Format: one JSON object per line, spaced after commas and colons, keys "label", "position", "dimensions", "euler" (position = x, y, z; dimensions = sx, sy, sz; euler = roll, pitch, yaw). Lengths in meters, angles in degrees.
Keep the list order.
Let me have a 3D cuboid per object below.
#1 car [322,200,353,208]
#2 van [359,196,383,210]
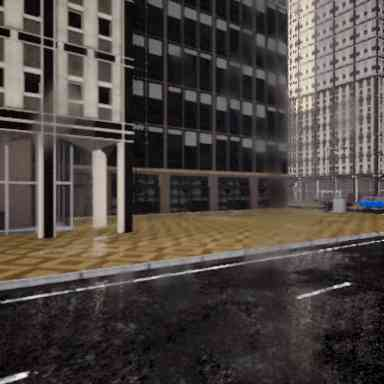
{"label": "car", "position": [21.684, 1.691, 49.703], "dimensions": [1.887, 1.381, 4.507], "euler": [0, 0, -34]}
{"label": "van", "position": [24.866, 1.514, 45.169], "dimensions": [1.690, 1.788, 3.998], "euler": [0, 0, -34]}
